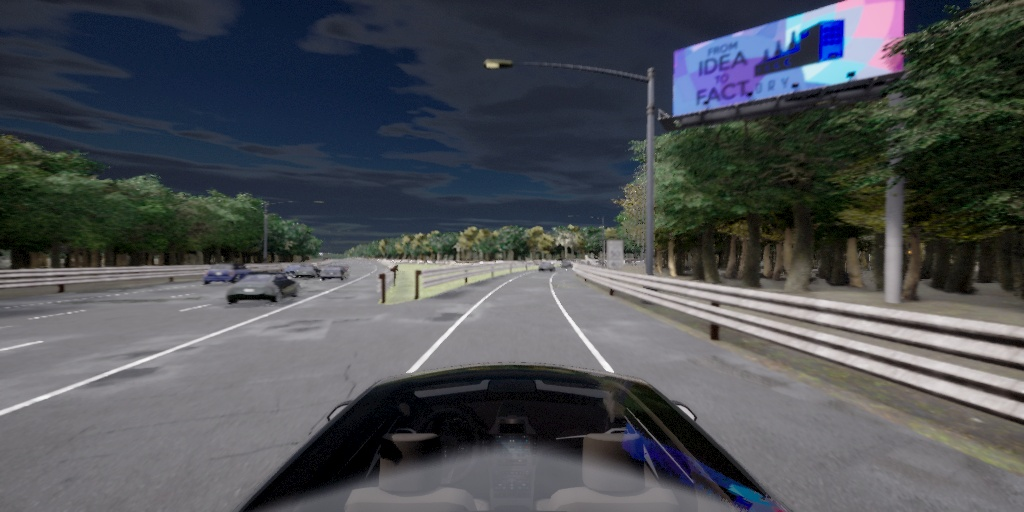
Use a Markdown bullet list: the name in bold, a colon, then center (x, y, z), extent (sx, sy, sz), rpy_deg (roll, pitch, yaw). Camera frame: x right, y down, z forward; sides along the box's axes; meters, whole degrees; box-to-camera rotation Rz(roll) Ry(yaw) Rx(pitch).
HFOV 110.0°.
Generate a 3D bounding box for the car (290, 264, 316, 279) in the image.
- **car**: center (-21.389, 1.688, 37.853), extent (1.994, 1.385, 4.181), rpy_deg (1, -1, -17)

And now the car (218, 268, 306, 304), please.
- **car**: center (-11.818, 1.467, 17.334), extent (1.994, 1.385, 4.181), rpy_deg (1, -1, -16)

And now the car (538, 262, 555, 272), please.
- **car**: center (5.136, 1.599, 52.685), extent (1.994, 1.385, 4.181), rpy_deg (1, 0, 15)

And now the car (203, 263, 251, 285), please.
- **car**: center (-22.247, 1.342, 28.553), extent (2.097, 1.767, 4.553), rpy_deg (1, -1, -16)

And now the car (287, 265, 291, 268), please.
- **car**: center (-27.824, 1.765, 46.491), extent (2.033, 1.411, 5.357), rpy_deg (1, -1, -17)

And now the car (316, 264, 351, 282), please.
- **car**: center (-16.681, 1.644, 34.085), extent (2.033, 1.411, 5.357), rpy_deg (1, -1, -17)
